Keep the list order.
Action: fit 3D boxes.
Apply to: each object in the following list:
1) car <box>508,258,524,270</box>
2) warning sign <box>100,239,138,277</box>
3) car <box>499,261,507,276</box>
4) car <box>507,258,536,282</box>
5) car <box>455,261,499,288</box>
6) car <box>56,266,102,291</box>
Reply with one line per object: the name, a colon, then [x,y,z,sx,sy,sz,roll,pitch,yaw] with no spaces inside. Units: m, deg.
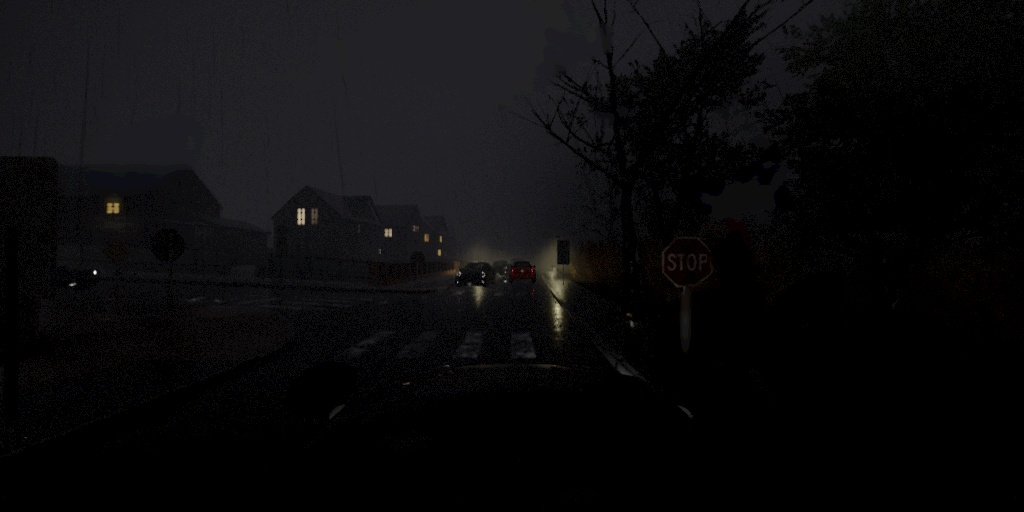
car: [0.788,1.389,61.666,2.150,2.045,5.566,0,-1,7]
warning sign: [-19.898,0.062,18.093,1.060,1.860,1.300,0,0,0]
car: [-1.356,1.317,40.344,2.097,1.767,4.553,0,-1,4]
car: [0.954,1.237,30.736,2.097,1.767,4.553,0,0,3]
car: [-2.448,1.201,24.929,2.097,1.767,4.553,0,0,6]
car: [-17.786,0.594,12.731,4.718,1.301,1.895,3,-1,0]
